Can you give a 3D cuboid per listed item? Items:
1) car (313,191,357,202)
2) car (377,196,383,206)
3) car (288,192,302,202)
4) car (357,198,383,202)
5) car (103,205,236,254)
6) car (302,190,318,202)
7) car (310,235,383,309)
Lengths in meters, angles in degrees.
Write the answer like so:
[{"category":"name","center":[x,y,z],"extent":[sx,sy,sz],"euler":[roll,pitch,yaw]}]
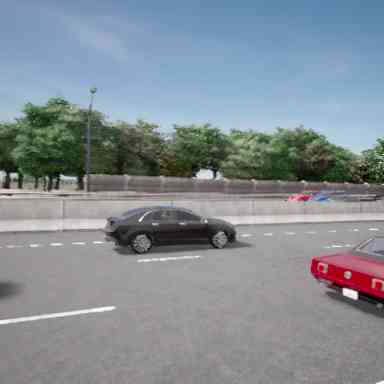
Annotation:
[{"category":"car","center":[15.455,1.070,34.736],"extent":[4.553,1.767,2.097],"euler":[1,1,-24]},{"category":"car","center":[30.023,1.338,48.919],"extent":[5.357,1.411,2.033],"euler":[1,1,-24]},{"category":"car","center":[14.876,0.796,42.122],"extent":[5.566,2.045,2.150],"euler":[1,1,-24]},{"category":"car","center":[19.216,1.388,32.584],"extent":[5.357,1.411,2.033],"euler":[1,1,-24]},{"category":"car","center":[-0.707,1.267,12.078],"extent":[4.892,1.490,1.837],"euler":[1,1,-24]},{"category":"car","center":[16.163,0.879,38.870],"extent":[5.566,2.045,2.150],"euler":[1,1,-24]},{"category":"car","center":[4.890,1.578,6.918],"extent":[4.718,1.301,1.895],"euler":[1,1,-24]}]
